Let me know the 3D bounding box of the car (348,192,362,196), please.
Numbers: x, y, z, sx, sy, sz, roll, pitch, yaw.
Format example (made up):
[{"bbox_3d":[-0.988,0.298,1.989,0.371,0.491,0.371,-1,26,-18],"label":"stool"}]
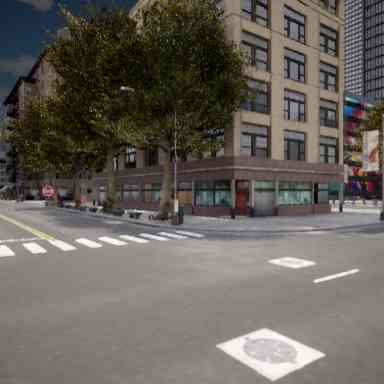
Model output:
[{"bbox_3d":[39.926,1.282,84.591,2.002,1.452,4.674,0,0,-36],"label":"car"}]
